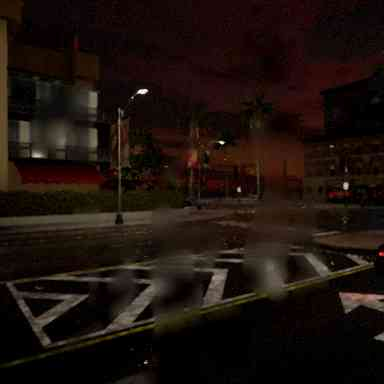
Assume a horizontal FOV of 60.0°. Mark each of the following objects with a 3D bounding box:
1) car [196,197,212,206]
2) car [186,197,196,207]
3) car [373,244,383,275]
[{"bbox_3d":[1.011,1.452,49.905,1.895,1.301,4.718,0,0,-35],"label":"car"},{"bbox_3d":[-1.767,1.433,47.769,1.994,1.385,4.181,0,0,-35],"label":"car"},{"bbox_3d":[6.815,1.495,8.626,5.357,1.411,2.033,0,0,-35],"label":"car"}]
